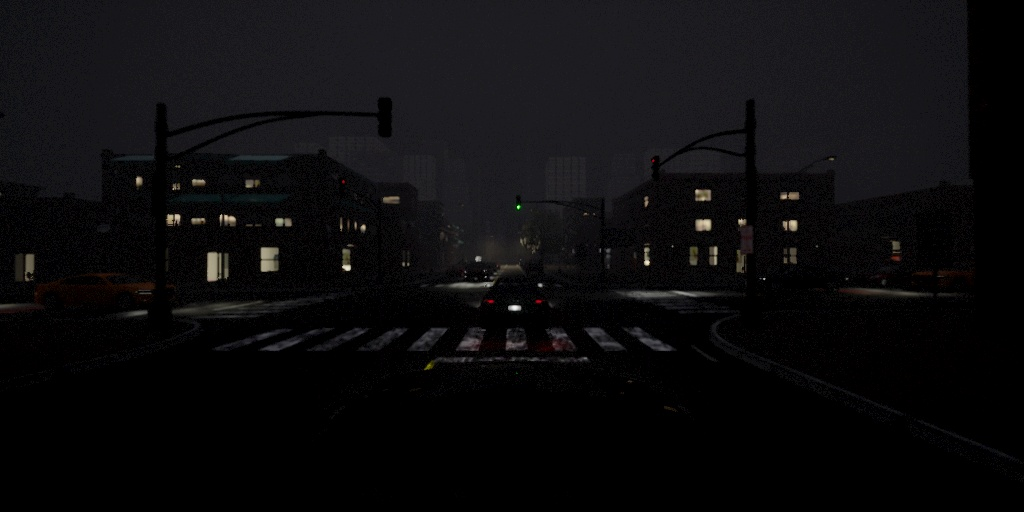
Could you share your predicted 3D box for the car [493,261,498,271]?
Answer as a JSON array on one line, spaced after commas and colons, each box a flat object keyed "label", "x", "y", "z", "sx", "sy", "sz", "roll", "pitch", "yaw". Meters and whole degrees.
[{"label": "car", "x": -3.097, "y": 1.532, "z": 41.110, "sx": 2.033, "sy": 1.411, "sz": 5.357, "roll": 0, "pitch": 0, "yaw": 0}]

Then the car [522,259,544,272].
[{"label": "car", "x": 2.690, "y": 1.311, "z": 42.888, "sx": 2.192, "sy": 1.841, "sz": 5.009, "roll": 0, "pitch": 0, "yaw": 0}]

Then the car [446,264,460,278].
[{"label": "car", "x": -5.779, "y": 1.505, "z": 37.367, "sx": 1.888, "sy": 1.381, "sz": 4.507, "roll": 0, "pitch": 0, "yaw": 0}]

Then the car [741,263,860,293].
[{"label": "car", "x": 14.937, "y": 1.154, "z": 19.112, "sx": 4.902, "sy": 1.511, "sz": 2.128, "roll": -1, "pitch": 0, "yaw": 0}]

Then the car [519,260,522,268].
[{"label": "car", "x": 2.689, "y": 1.672, "z": 59.465, "sx": 1.948, "sy": 1.339, "sz": 4.313, "roll": 0, "pitch": 0, "yaw": 0}]

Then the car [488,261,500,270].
[{"label": "car", "x": -3.008, "y": 1.596, "z": 61.278, "sx": 1.882, "sy": 1.535, "sz": 5.008, "roll": 0, "pitch": 0, "yaw": 0}]

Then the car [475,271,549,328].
[{"label": "car", "x": 0.081, "y": 1.370, "z": 11.608, "sx": 1.994, "sy": 1.385, "sz": 4.181, "roll": 0, "pitch": 0, "yaw": 0}]

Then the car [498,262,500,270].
[{"label": "car", "x": -3.083, "y": 1.598, "z": 51.183, "sx": 2.033, "sy": 1.411, "sz": 5.357, "roll": 0, "pitch": 0, "yaw": 0}]

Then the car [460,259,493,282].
[{"label": "car", "x": -3.036, "y": 1.276, "z": 31.560, "sx": 2.097, "sy": 1.767, "sz": 4.553, "roll": 0, "pitch": 0, "yaw": -2}]

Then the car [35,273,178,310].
[{"label": "car", "x": -17.797, "y": 1.494, "z": 15.889, "sx": 5.008, "sy": 1.535, "sz": 1.882, "roll": -1, "pitch": 0, "yaw": 0}]

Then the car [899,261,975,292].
[{"label": "car", "x": 24.321, "y": 1.033, "z": 19.117, "sx": 5.008, "sy": 1.535, "sz": 1.882, "roll": -1, "pitch": 0, "yaw": 0}]

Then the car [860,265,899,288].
[{"label": "car", "x": 23.192, "y": 1.171, "z": 21.700, "sx": 4.207, "sy": 1.307, "sz": 1.802, "roll": 0, "pitch": 0, "yaw": 0}]
